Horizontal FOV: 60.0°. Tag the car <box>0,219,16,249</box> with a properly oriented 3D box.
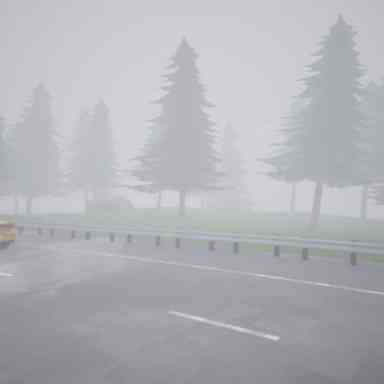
[{"bbox_3d":[-9.159,1.493,13.057,5.008,1.535,1.882,0,0,26],"label":"car"}]
